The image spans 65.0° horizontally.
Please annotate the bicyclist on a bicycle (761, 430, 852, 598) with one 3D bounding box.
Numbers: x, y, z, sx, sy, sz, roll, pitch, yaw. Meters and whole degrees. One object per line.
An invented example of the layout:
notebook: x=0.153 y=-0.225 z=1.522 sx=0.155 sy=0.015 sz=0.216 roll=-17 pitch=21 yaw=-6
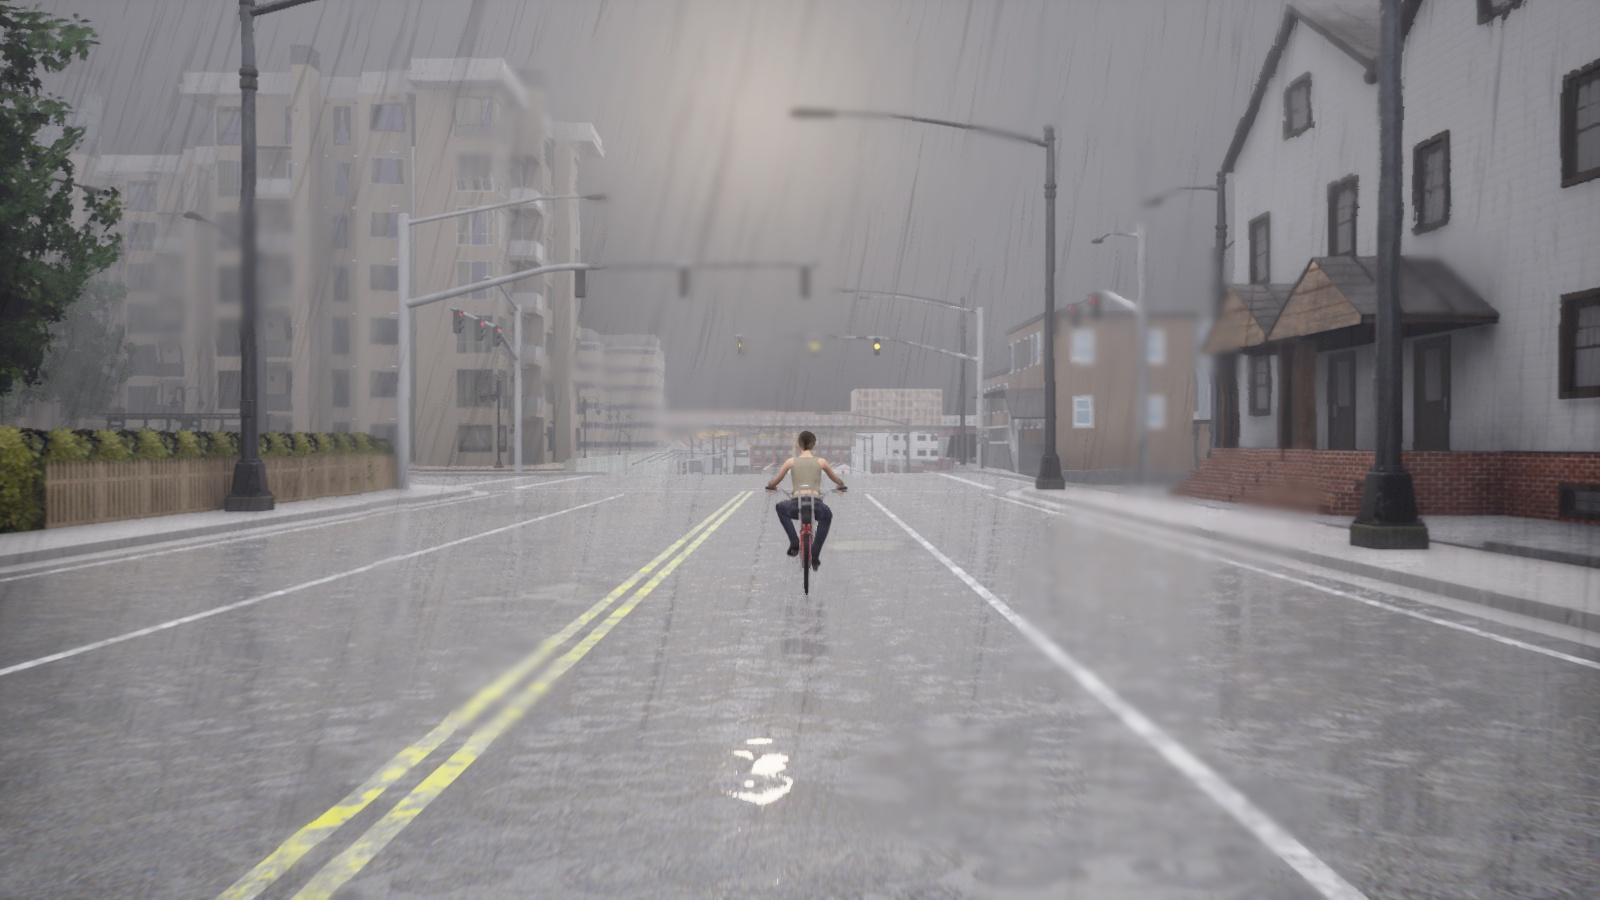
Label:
bicyclist on a bicycle: x=0.067 y=0.611 z=12.818 sx=0.866 sy=1.612 sz=1.509 roll=0 pitch=0 yaw=0
